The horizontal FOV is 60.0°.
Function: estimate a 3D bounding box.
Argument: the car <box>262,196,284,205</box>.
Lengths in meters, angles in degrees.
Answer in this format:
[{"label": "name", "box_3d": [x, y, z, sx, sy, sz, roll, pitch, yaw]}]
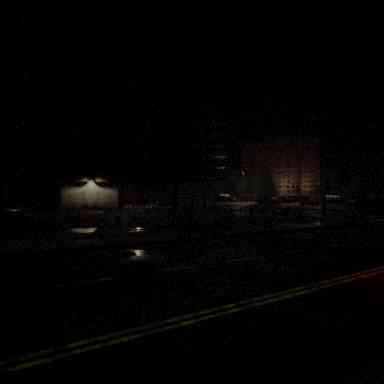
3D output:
[{"label": "car", "box_3d": [20.629, 2.161, 84.875, 1.970, 1.475, 3.806, 1, 0, -36]}]

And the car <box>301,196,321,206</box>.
[{"label": "car", "box_3d": [24.691, 2.093, 69.228, 1.970, 1.475, 3.806, 1, 0, -36]}]

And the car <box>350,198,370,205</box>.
[{"label": "car", "box_3d": [40.798, 2.289, 80.731, 1.784, 1.438, 3.905, 1, 0, -36]}]

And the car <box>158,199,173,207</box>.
[{"label": "car", "box_3d": [-4.318, 1.932, 57.837, 1.994, 1.385, 4.181, 1, 0, -36]}]

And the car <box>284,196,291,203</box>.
[{"label": "car", "box_3d": [22.987, 2.163, 86.554, 1.784, 1.438, 3.905, 1, 0, -36]}]

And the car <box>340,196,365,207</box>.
[{"label": "car", "box_3d": [38.404, 2.045, 79.104, 1.932, 1.855, 4.605, 1, 0, -36]}]

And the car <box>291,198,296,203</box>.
[{"label": "car", "box_3d": [25.146, 1.983, 88.153, 1.932, 1.855, 4.605, 1, 0, -36]}]

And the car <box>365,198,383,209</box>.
[{"label": "car", "box_3d": [30.233, 1.785, 51.798, 1.932, 1.855, 4.605, 1, 0, -36]}]
